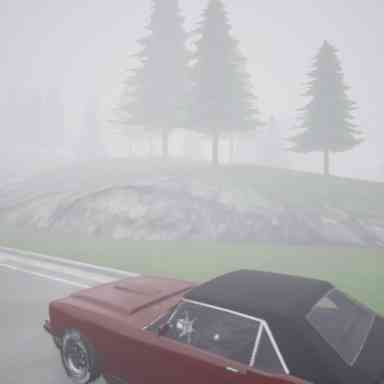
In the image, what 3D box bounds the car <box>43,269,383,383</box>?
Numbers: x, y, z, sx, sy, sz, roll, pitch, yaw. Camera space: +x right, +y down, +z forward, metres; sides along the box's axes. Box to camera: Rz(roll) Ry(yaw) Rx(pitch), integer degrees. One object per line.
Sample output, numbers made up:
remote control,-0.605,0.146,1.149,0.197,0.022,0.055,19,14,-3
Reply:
car,0.421,1.594,3.691,4.718,1.301,1.895,0,0,35
